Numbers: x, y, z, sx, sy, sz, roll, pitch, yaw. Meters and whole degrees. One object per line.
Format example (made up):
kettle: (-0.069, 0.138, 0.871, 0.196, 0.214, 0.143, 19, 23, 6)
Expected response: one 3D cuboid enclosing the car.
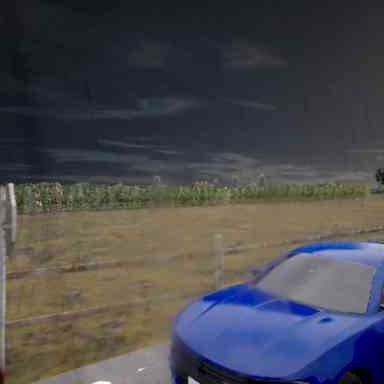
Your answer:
car: (2.031, 1.459, 4.464, 5.008, 1.535, 1.882, 0, 0, -37)
